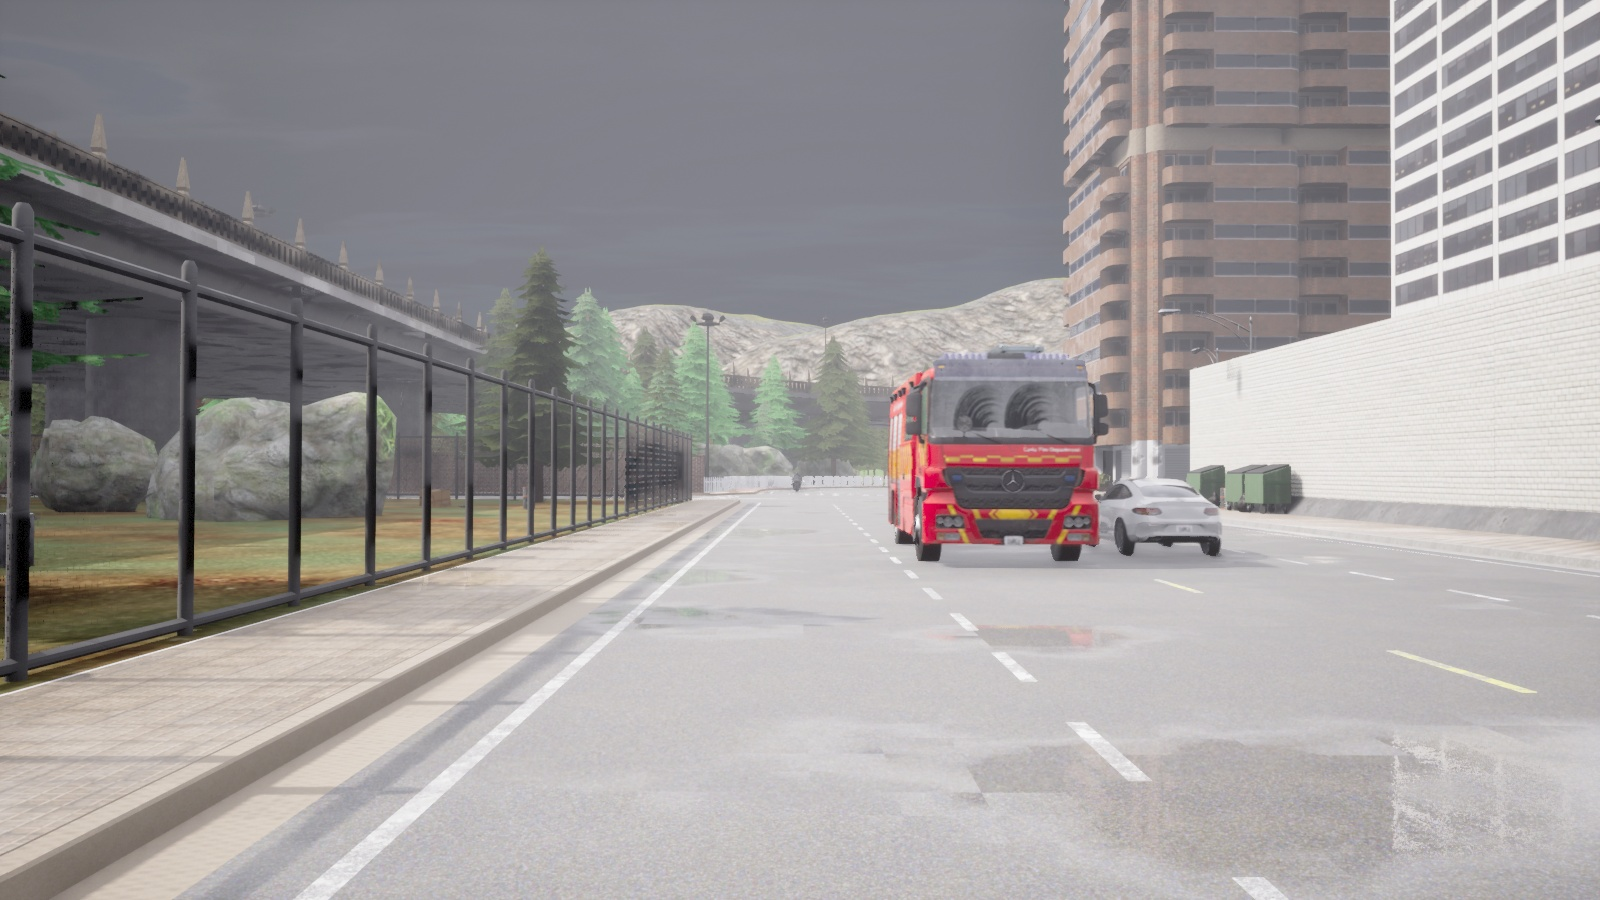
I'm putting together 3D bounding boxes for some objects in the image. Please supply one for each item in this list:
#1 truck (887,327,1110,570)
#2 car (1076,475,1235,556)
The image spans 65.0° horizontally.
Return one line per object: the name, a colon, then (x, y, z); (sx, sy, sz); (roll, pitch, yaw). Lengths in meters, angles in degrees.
truck: (3.428, 0.039, 24.059); (2.891, 3.827, 8.468); (0, -1, 0)
car: (6.929, 1.231, 25.001); (1.812, 1.442, 4.674); (0, -1, 0)
